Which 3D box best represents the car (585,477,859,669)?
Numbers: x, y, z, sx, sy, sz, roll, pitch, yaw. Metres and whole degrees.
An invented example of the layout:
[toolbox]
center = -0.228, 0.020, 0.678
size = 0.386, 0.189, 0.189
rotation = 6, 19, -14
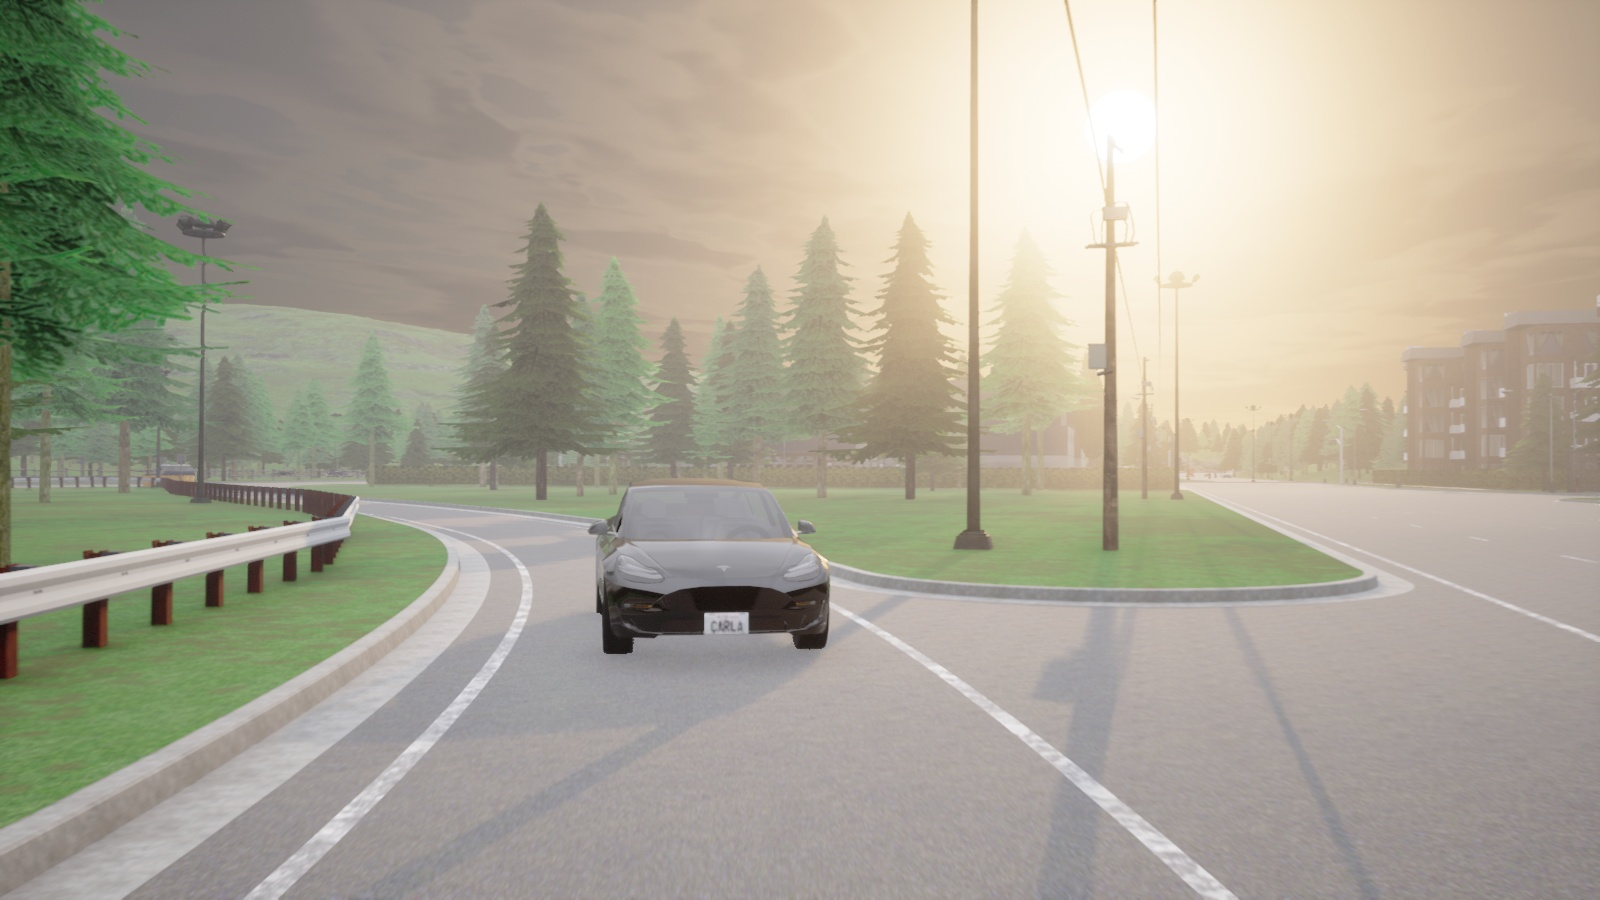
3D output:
[car]
center = -1.015, 1.028, 12.499
size = 2.163, 1.488, 4.792
rotation = 0, -1, -10
